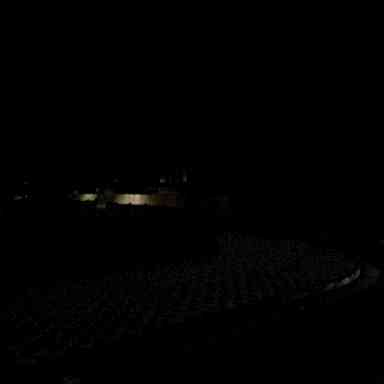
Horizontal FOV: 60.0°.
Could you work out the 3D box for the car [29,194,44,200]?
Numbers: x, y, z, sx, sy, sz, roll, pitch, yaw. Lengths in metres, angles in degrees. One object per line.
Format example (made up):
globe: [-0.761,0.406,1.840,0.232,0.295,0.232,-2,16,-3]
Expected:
car: [-37.118,1.282,80.349,2.033,1.411,5.357,0,0,-35]
